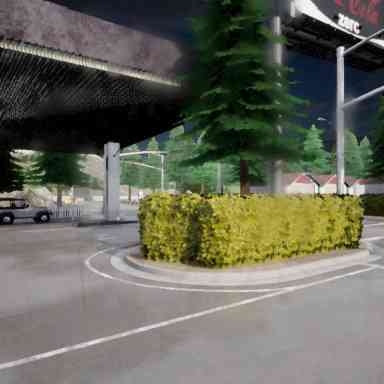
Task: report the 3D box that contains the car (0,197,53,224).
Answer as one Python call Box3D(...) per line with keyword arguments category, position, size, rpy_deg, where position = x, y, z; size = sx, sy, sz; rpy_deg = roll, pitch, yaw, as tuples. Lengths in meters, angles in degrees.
Box3D(category="car", position=(-12.012, 1.313, 23.449), size=(3.866, 1.878, 1.905), rpy_deg=(0, 0, -36))
